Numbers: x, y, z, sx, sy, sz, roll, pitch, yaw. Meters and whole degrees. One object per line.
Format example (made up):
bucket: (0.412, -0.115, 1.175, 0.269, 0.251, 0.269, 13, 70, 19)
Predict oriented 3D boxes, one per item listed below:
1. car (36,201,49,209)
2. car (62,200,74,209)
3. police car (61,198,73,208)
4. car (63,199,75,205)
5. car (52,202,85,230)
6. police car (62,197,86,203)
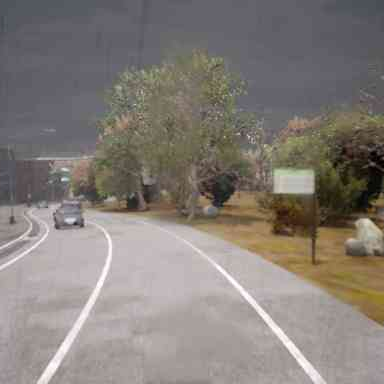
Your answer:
car: (-27.626, 2.377, 61.628, 2.128, 1.511, 4.902, -2, 1, -21)
car: (-22.028, 2.194, 59.022, 1.812, 1.442, 4.674, -2, 0, -23)
police car: (-24.228, 2.147, 64.607, 1.930, 1.638, 5.238, -2, 0, -20)
car: (-29.830, 2.294, 80.801, 1.895, 1.301, 4.718, -1, 0, -11)
car: (-8.763, 1.756, 23.609, 2.128, 1.511, 4.902, -2, 0, -23)
police car: (-17.889, 1.968, 50.221, 1.930, 1.638, 5.238, -3, 0, -27)
